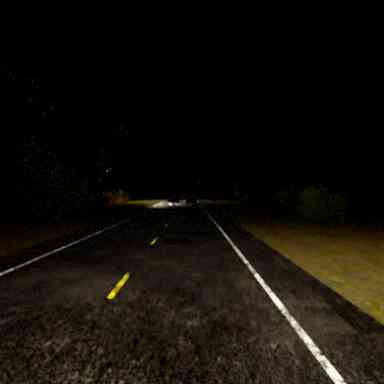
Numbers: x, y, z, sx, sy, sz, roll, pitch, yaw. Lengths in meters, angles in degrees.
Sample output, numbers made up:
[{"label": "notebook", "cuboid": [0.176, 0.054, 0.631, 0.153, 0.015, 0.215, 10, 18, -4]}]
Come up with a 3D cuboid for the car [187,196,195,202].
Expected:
[{"label": "car", "cuboid": [-0.275, 1.607, 76.910, 1.837, 1.490, 4.892, 0, 0, 0]}]

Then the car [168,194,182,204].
[{"label": "car", "cuboid": [-3.733, 1.648, 68.185, 1.994, 1.385, 4.181, 0, 0, 0]}]

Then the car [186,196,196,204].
[{"label": "car", "cuboid": [-0.125, 1.655, 66.651, 1.994, 1.385, 4.181, 0, 0, 0]}]
